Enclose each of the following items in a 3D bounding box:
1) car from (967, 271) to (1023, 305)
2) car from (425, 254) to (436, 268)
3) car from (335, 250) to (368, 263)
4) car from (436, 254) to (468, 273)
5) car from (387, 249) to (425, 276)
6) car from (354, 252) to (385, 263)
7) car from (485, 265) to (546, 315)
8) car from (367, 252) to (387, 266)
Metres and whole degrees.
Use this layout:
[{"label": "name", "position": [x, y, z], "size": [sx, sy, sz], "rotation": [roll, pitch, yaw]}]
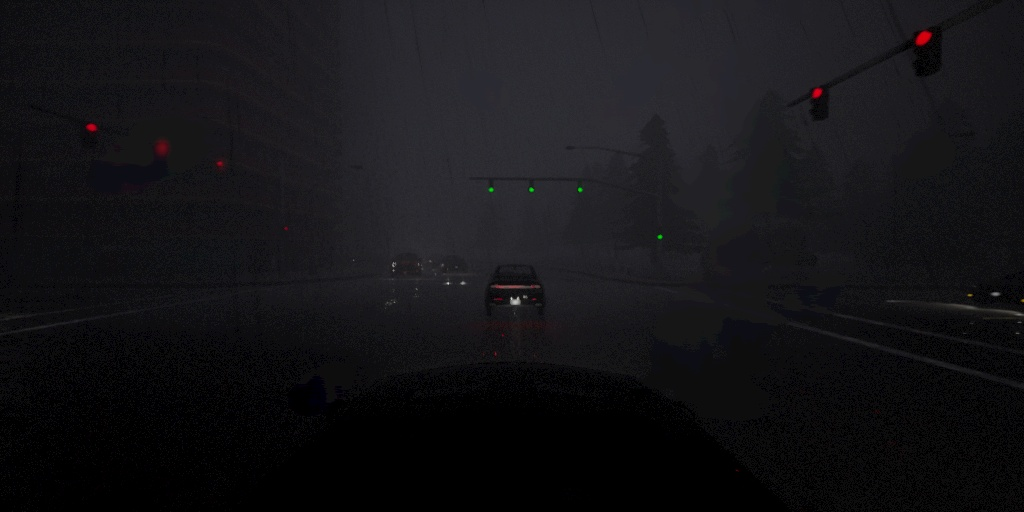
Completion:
[{"label": "car", "position": [19.000, 1.154, 12.605], "size": [4.181, 1.385, 1.994], "rotation": [0, 1, 0]}, {"label": "car", "position": [-8.198, 0.499, 38.900], "size": [1.812, 1.442, 4.674], "rotation": [-1, 1, -29]}, {"label": "car", "position": [-23.351, 0.260, 50.907], "size": [5.357, 1.411, 2.033], "rotation": [1, 1, 34]}, {"label": "car", "position": [-5.134, 0.696, 31.106], "size": [1.994, 1.385, 4.181], "rotation": [0, 1, -18]}, {"label": "car", "position": [-8.013, 0.553, 27.448], "size": [2.097, 1.767, 4.553], "rotation": [0, 1, -13]}, {"label": "car", "position": [-21.408, 0.163, 53.808], "size": [4.892, 1.490, 1.837], "rotation": [1, 1, 34]}, {"label": "car", "position": [0.098, 1.044, 12.572], "size": [2.128, 1.511, 4.902], "rotation": [0, 1, 0]}, {"label": "car", "position": [-15.582, 0.467, 43.776], "size": [1.895, 1.301, 4.718], "rotation": [-1, 1, -40]}]
